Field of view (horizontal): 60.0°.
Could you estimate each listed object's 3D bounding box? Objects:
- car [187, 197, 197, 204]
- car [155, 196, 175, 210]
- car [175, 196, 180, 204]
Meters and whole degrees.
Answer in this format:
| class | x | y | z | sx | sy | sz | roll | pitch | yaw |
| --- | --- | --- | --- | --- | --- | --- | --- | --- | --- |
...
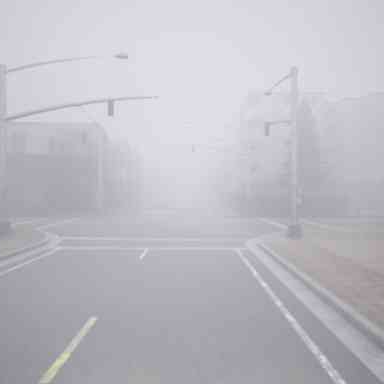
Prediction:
| class | x | y | z | sx | sy | sz | roll | pitch | yaw |
| --- | --- | --- | --- | --- | --- | --- | --- | --- | --- |
| car | 0.021 | 1.574 | 63.380 | 2.033 | 1.411 | 5.357 | 0 | 0 | 0 |
| car | -3.568 | 1.521 | 42.228 | 1.837 | 1.490 | 4.892 | 0 | 0 | 0 |
| car | -3.467 | 1.537 | 64.847 | 1.837 | 1.490 | 4.892 | 0 | -1 | -1 |
